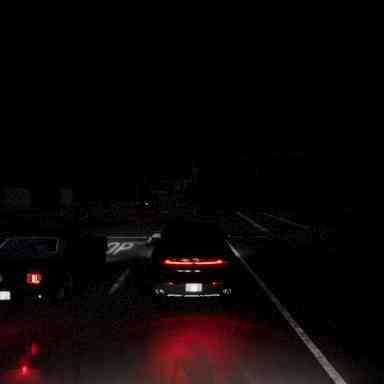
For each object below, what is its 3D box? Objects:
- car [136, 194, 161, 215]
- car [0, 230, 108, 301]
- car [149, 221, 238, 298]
[{"bbox_3d":[-4.565,1.269,35.086,2.150,2.045,5.566,0,0,-3],"label":"car"},{"bbox_3d":[-3.486,1.601,8.285,1.895,1.301,4.718,0,0,-1],"label":"car"},{"bbox_3d":[0.000,1.505,8.526,1.837,1.490,4.892,0,0,-1],"label":"car"}]
